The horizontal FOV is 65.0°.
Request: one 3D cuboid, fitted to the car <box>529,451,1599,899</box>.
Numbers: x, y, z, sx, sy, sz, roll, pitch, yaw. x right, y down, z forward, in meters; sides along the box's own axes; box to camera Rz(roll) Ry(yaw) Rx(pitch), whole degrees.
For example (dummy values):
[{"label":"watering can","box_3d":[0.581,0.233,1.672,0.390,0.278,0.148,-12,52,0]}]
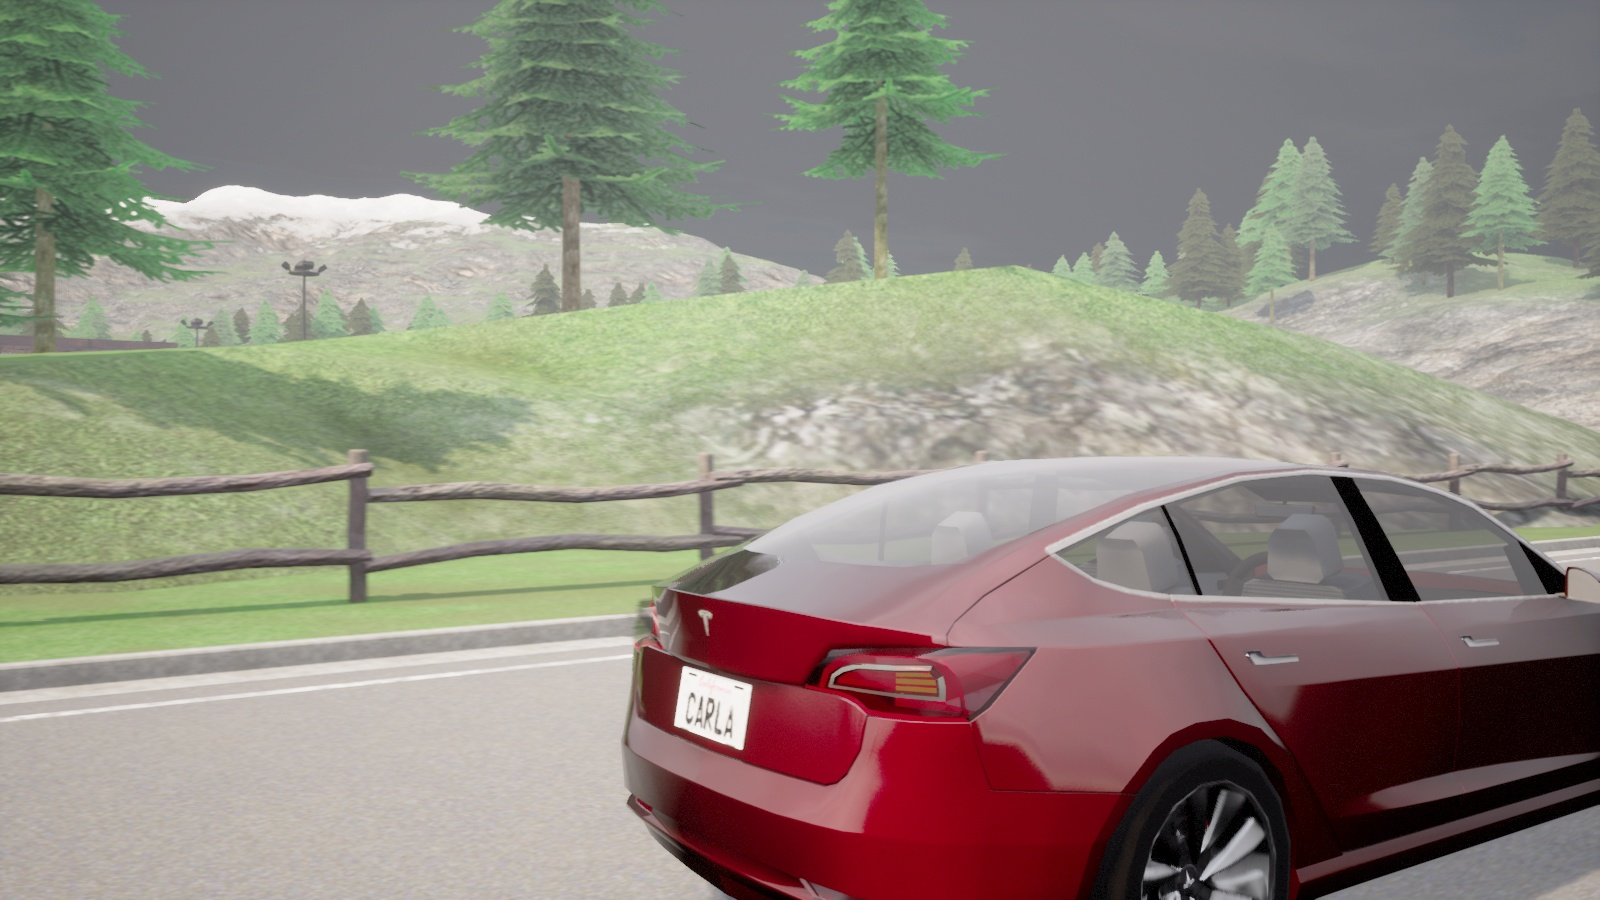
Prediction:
[{"label":"car","box_3d":[1.653,0.751,4.809,4.792,1.488,2.163,0,0,-35]}]
